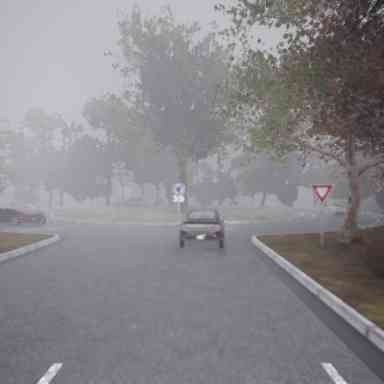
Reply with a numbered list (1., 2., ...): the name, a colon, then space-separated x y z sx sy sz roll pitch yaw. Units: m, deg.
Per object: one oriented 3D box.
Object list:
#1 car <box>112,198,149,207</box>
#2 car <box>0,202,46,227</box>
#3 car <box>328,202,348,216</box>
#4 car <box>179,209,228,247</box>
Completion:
1. car: -9.098 1.546 49.553 5.357 1.411 2.033 0 0 -25
2. car: -12.067 1.477 23.397 5.008 1.535 1.882 0 1 44
3. car: 14.338 1.599 31.806 1.895 1.301 4.718 0 0 14
4. car: 0.554 1.492 14.979 2.128 1.511 4.902 0 0 6
